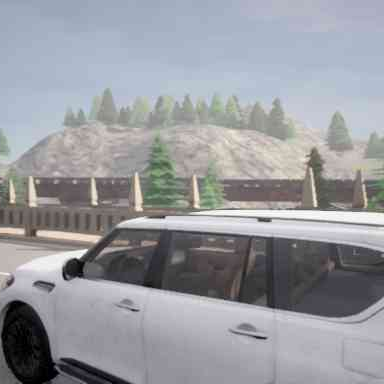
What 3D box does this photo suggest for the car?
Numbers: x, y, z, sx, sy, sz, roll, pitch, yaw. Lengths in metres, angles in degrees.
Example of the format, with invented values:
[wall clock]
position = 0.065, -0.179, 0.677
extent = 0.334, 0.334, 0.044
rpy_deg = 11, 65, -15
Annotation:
[car]
position = 0.102, 1.207, 3.719
extent = 5.566, 2.045, 2.150
rpy_deg = 0, 0, 34
